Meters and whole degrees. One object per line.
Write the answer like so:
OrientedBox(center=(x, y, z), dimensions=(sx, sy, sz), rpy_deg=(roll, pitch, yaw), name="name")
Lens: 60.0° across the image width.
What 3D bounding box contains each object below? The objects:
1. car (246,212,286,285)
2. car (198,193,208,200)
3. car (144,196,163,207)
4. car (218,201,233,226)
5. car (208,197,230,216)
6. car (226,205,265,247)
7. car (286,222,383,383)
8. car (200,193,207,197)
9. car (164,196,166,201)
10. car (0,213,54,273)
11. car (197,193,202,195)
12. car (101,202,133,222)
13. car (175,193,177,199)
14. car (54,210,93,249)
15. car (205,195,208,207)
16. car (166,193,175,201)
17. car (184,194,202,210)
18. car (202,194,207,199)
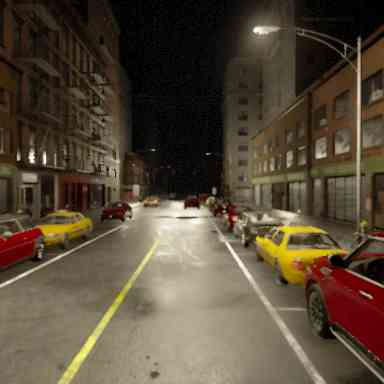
OrientedBox(center=(2.846, 1.493, 9.203), dimensions=(1.752, 1.417, 4.829), rpy_deg=(-1, 0, 0), name="car")
OrientedBox(center=(2.813, 1.162, 85.465), dimensions=(2.192, 1.841, 5.009), rpy_deg=(-1, 0, 0), name="car")
OrientedBox(center=(-5.696, 1.319, 47.506), dimensions=(1.967, 1.590, 4.097), rpy_deg=(-1, 0, 0), name="car")
OrientedBox(center=(2.842, 1.481, 20.026), dimensions=(1.887, 1.381, 4.507), rpy_deg=(-1, 0, 0), name="car")
OrientedBox(center=(2.836, 1.350, 31.019), dimensions=(1.967, 1.590, 4.097), rpy_deg=(-1, 0, 0), name="car")
OrientedBox(center=(2.844, 1.502, 14.529), dimensions=(2.008, 1.369, 4.403), rpy_deg=(-1, 0, 0), name="car")
OrientedBox(center=(2.848, 1.302, 3.535), dimensions=(2.192, 1.841, 5.009), rpy_deg=(-1, 0, 0), name="car")
OrientedBox(center=(2.814, 1.166, 79.879), dimensions=(2.192, 1.841, 5.009), rpy_deg=(-1, 0, 0), name="car")
OrientedBox(center=(-5.697, 1.437, 53.003), dimensions=(1.947, 1.339, 4.313), rpy_deg=(-1, 0, 0), name="car")
OrientedBox(center=(-5.680, 1.408, 9.029), dimensions=(1.967, 1.590, 4.097), rpy_deg=(-1, 0, 0), name="car")
OrientedBox(center=(-0.021, 1.365, 51.561), dimensions=(2.128, 1.511, 4.902), rpy_deg=(0, 0, 0), name="car")
OrientedBox(center=(-5.686, 1.467, 25.519), dimensions=(1.887, 1.381, 4.507), rpy_deg=(-1, 0, 0), name="car")
OrientedBox(center=(-5.714, 1.367, 90.878), dimensions=(1.752, 1.417, 4.829), rpy_deg=(-1, 0, 0), name="car")
OrientedBox(center=(-5.681, 1.477, 14.355), dimensions=(1.752, 1.417, 4.829), rpy_deg=(-1, 0, 0), name="car")
OrientedBox(center=(2.834, 1.338, 36.516), dimensions=(1.967, 1.590, 4.097), rpy_deg=(-1, 0, 0), name="car")
OrientedBox(center=(-5.709, 1.416, 79.877), dimensions=(1.947, 1.339, 4.313), rpy_deg=(-1, 0, 0), name="car")
OrientedBox(center=(-0.016, 1.367, 41.213), dimensions=(1.882, 1.535, 5.008), rpy_deg=(0, 0, 0), name="car")
OrientedBox(center=(2.830, 1.404, 47.681), dimensions=(1.752, 1.417, 4.829), rpy_deg=(-1, 0, 0), name="car")
